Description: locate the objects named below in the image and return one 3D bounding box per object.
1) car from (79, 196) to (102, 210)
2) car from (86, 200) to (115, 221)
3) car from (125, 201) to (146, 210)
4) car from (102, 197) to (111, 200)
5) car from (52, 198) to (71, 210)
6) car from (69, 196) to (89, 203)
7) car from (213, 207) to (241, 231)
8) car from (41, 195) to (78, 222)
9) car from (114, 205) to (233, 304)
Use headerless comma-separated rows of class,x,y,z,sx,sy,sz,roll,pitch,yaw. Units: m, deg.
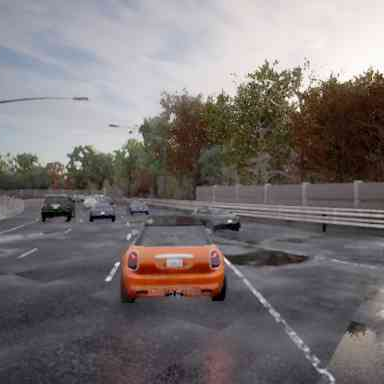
car,-13.887,1.611,45.327,1.812,1.442,4.674,0,0,-25
car,-7.436,1.616,27.692,1.994,1.385,4.181,0,0,-14
car,-5.683,1.611,34.196,2.033,1.411,5.357,0,0,-18
car,-13.907,1.590,52.874,2.128,1.511,4.902,0,0,-28
car,-18.013,1.578,45.838,2.128,1.511,4.902,0,0,-25
car,-22.773,1.521,67.044,2.033,1.411,5.357,0,0,-39
car,1.113,1.602,20.284,1.994,1.385,4.181,0,0,-30
car,-10.977,1.273,27.545,2.150,2.045,5.566,0,0,-15
car,-0.503,1.367,8.403,2.097,1.767,4.553,0,0,-5
